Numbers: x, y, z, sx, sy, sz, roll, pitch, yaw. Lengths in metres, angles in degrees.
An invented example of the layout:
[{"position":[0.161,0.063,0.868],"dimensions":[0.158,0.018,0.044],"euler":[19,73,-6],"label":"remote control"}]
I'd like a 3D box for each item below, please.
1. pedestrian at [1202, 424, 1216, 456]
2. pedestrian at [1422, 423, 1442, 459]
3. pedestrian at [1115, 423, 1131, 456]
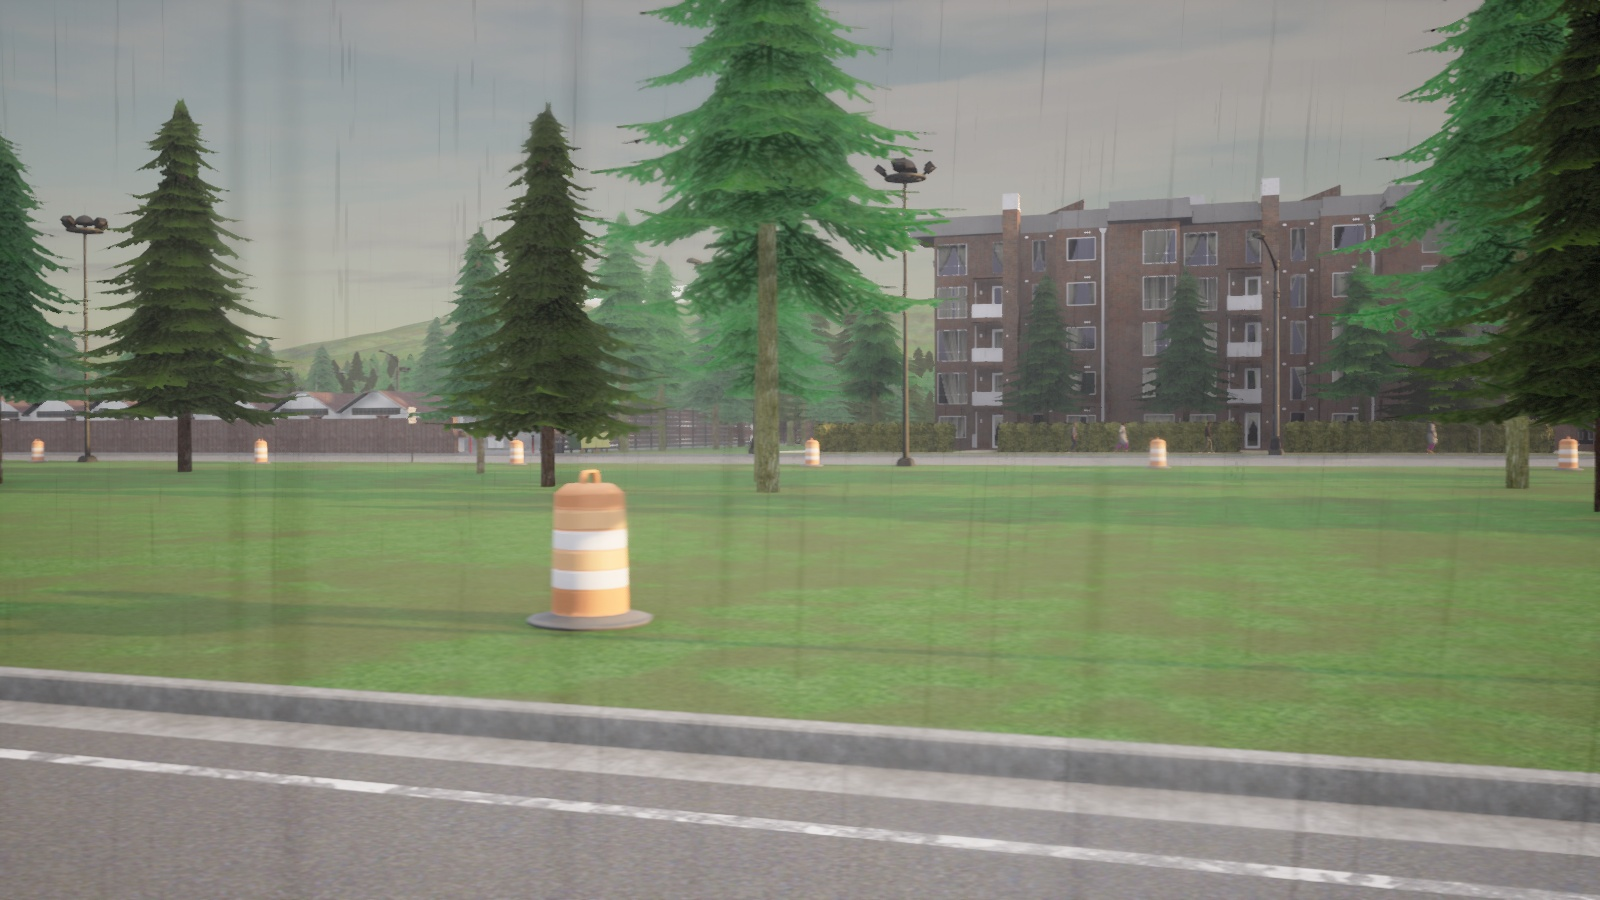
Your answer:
[{"position":[23.448,-0.584,72.011],"dimensions":[0.703,1.840,0.431],"euler":[1,1,18],"label":"pedestrian"},{"position":[34.600,-0.490,68.753],"dimensions":[0.873,1.952,0.659],"euler":[1,1,18],"label":"pedestrian"},{"position":[18.950,-0.629,73.740],"dimensions":[0.873,1.952,0.659],"euler":[1,1,18],"label":"pedestrian"}]
